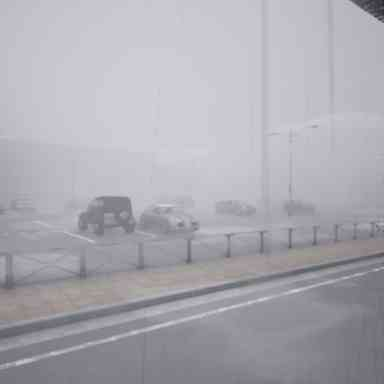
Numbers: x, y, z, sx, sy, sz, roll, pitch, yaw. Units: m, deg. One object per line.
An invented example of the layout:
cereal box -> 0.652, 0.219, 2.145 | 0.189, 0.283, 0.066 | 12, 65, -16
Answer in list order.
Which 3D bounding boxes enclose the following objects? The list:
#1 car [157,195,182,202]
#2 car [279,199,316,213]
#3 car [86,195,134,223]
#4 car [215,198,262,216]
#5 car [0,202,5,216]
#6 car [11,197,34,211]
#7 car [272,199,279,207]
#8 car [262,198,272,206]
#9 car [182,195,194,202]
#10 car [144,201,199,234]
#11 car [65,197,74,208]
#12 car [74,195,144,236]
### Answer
car -> -3.674, 1.324, 48.810 | 1.905, 1.878, 3.866 | 1, 0, -36
car -> 12.262, 1.625, 37.973 | 1.845, 1.501, 3.633 | 1, 0, -36
car -> -6.335, 1.192, 25.381 | 1.932, 1.855, 4.605 | 1, 0, -36
car -> 4.156, 1.509, 32.130 | 2.007, 1.523, 4.514 | 1, 0, -36
car -> -17.838, 1.330, 29.393 | 2.007, 1.523, 4.514 | 1, 0, -36
car -> -19.021, 1.299, 37.248 | 1.970, 1.475, 3.806 | 1, 0, -36
car -> 15.495, 1.803, 53.916 | 1.970, 1.475, 3.806 | 1, 0, -36
car -> 13.540, 1.822, 61.670 | 1.845, 1.501, 3.633 | 1, 0, -36
car -> -1.567, 1.371, 50.853 | 1.932, 1.855, 4.605 | 1, 0, -36
car -> -1.318, 1.455, 18.544 | 1.970, 1.475, 3.806 | 1, 0, -36
car -> -14.021, 1.281, 41.285 | 2.152, 1.636, 5.027 | 1, 0, -36
car -> -4.364, 1.140, 17.084 | 1.905, 1.878, 3.866 | 1, 0, -36
